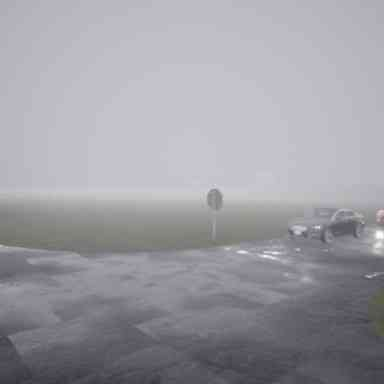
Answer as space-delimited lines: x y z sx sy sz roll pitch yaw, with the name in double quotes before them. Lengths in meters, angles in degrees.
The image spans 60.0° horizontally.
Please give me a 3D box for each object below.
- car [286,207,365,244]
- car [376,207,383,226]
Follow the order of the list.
"car" 6.376 1.479 15.718 4.902 1.511 2.128 0 0 -40
"car" 14.151 1.366 22.224 4.553 1.767 2.097 0 0 -40
